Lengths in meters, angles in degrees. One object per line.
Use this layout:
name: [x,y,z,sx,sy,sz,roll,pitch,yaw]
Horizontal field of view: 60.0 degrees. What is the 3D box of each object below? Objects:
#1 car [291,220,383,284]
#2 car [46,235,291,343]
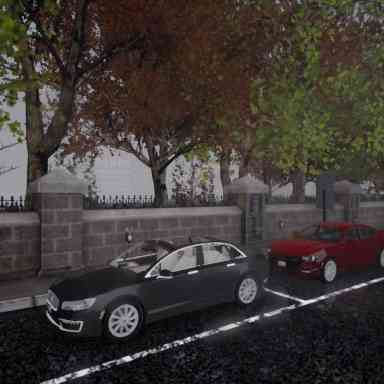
car: [4.080,1.546,9.626,4.507,1.381,1.887,0,0,-36]
car: [-0.400,1.551,6.367,4.403,1.369,2.008,0,0,-36]
